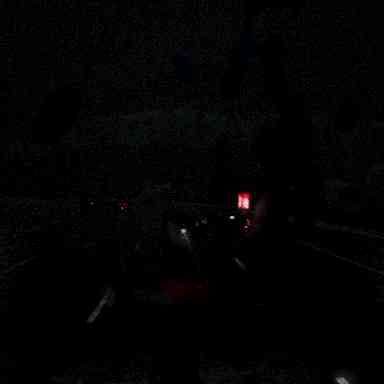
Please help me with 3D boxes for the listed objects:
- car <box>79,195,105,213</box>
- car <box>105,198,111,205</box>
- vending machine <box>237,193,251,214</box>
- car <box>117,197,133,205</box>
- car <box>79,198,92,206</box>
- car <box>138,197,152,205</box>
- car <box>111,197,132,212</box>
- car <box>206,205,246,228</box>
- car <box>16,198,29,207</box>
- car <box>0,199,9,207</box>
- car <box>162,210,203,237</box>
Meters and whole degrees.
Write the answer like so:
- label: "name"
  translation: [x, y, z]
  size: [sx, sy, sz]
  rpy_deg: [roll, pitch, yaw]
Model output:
- label: "car"
  translation: [-11.877, 1.386, 39.696]
  size: [2.150, 2.045, 5.566]
  rpy_deg: [-1, 0, -15]
- label: "car"
  translation: [-16.378, 1.789, 62.599]
  size: [1.994, 1.385, 4.181]
  rpy_deg: [-1, 0, -24]
- label: "vending machine"
  translation: [5.261, 1.116, 33.510]
  size: [1.100, 2.100, 0.880]
  rpy_deg: [-1, 0, -11]
- label: "car"
  translation: [-12.746, 1.665, 63.104]
  size: [2.128, 1.511, 4.902]
  rpy_deg: [-1, 0, -23]
- label: "car"
  translation: [-19.813, 1.800, 61.847]
  size: [1.812, 1.442, 4.674]
  rpy_deg: [-1, 0, -24]
- label: "car"
  translation: [-9.000, 1.611, 63.401]
  size: [2.128, 1.511, 4.902]
  rpy_deg: [-1, 0, -23]
- label: "car"
  translation: [-8.712, 1.623, 41.032]
  size: [1.837, 1.490, 4.892]
  rpy_deg: [0, 0, -14]
- label: "car"
  translation: [2.199, 1.530, 22.333]
  size: [1.994, 1.385, 4.181]
  rpy_deg: [-1, 0, -7]
- label: "car"
  translation: [-30.238, 1.902, 59.375]
  size: [1.882, 1.535, 5.008]
  rpy_deg: [-1, 0, -24]
- label: "car"
  translation: [-35.470, 1.970, 62.219]
  size: [1.882, 1.535, 5.008]
  rpy_deg: [-1, 0, -27]
- label: "car"
  translation: [-0.675, 1.608, 18.286]
  size: [1.895, 1.301, 4.718]
  rpy_deg: [-1, 0, -7]
